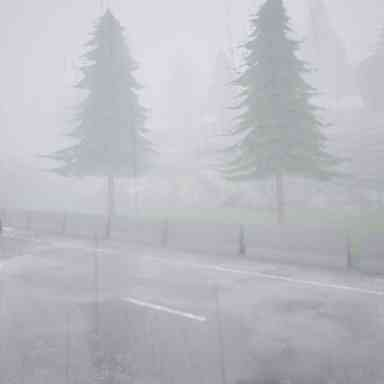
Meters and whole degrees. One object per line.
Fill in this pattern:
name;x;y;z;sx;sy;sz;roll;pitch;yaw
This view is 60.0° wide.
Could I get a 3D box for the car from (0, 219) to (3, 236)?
car;-11.095;1.518;16.257;4.892;1.490;1.837;1;0;36
